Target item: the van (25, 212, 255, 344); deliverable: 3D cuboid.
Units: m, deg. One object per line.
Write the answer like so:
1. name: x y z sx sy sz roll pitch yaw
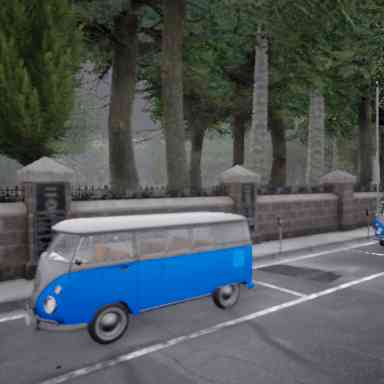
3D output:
1. van: -0.687 1.301 6.053 3.998 1.788 1.690 -1 0 -36

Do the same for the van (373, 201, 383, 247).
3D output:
1. van: 8.514 1.140 12.639 3.998 1.788 1.690 -1 0 -36
